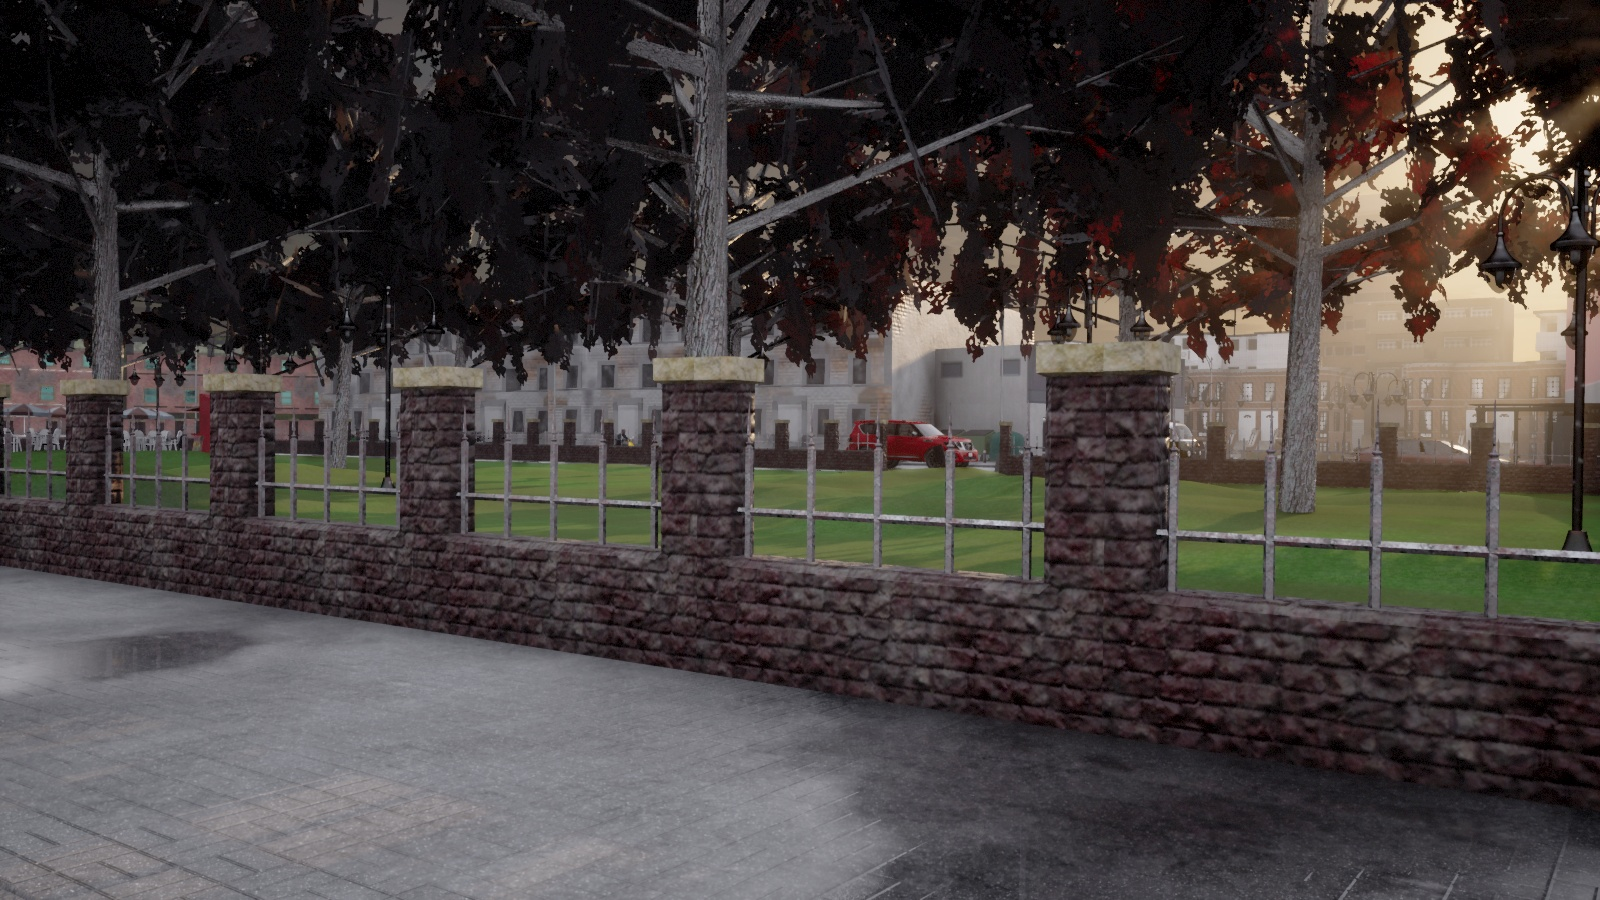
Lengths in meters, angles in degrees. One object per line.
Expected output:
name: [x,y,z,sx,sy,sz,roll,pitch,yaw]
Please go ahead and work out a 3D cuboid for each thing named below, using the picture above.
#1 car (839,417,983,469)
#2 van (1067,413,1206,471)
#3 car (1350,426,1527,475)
car: [4.516,-0.297,51.718,5.566,2.045,2.150,0,1,35]
van: [12.344,-0.287,46.153,4.480,2.038,2.069,0,1,36]
car: [20.491,-0.005,40.360,4.792,1.488,2.163,0,1,35]
